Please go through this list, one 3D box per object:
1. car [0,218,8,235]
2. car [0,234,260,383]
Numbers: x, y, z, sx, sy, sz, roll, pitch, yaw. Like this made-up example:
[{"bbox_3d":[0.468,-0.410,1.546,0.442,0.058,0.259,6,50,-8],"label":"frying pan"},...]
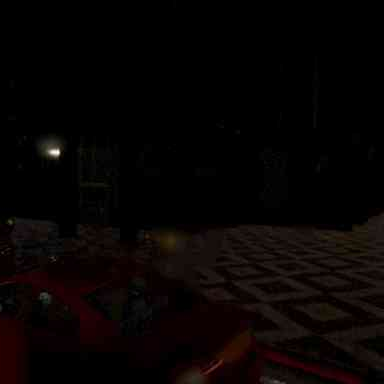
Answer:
[{"bbox_3d":[-5.628,1.195,6.868,5.009,1.841,2.192,1,2,35],"label":"car"},{"bbox_3d":[-1.453,1.481,3.966,4.507,1.381,1.887,1,2,35],"label":"car"}]
